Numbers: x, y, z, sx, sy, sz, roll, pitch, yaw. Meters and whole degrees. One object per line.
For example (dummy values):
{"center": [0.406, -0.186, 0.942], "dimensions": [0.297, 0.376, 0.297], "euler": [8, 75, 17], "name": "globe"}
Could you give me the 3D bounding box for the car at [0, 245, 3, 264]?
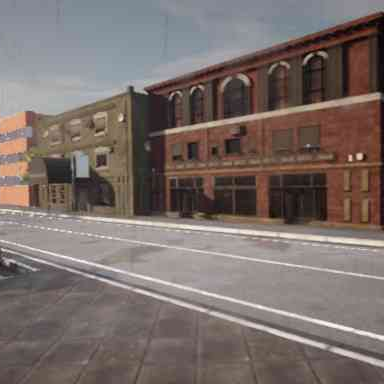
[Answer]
{"center": [-6.937, 1.507, 7.364], "dimensions": [2.163, 1.488, 4.792], "euler": [-1, 2, 43], "name": "car"}
